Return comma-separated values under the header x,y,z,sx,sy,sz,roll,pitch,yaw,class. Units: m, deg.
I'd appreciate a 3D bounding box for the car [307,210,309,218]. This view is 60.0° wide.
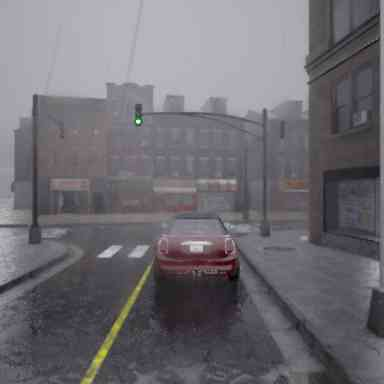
x,y,z,sx,sy,sz,roll,pitch,yaw,class
11.045,1.196,23.625,5.566,2.045,2.150,0,0,-10,car

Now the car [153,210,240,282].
x,y,z,sx,sy,sz,roll,pitch,yaw,class
0.115,1.349,9.936,2.097,1.767,4.553,0,0,0,car
